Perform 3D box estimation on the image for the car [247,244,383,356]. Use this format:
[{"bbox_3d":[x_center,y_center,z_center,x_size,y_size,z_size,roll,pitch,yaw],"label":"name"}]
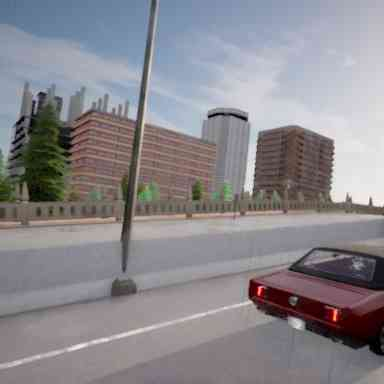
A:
[{"bbox_3d":[3.328,1.640,6.126,4.718,1.301,1.895,0,0,-36],"label":"car"}]
